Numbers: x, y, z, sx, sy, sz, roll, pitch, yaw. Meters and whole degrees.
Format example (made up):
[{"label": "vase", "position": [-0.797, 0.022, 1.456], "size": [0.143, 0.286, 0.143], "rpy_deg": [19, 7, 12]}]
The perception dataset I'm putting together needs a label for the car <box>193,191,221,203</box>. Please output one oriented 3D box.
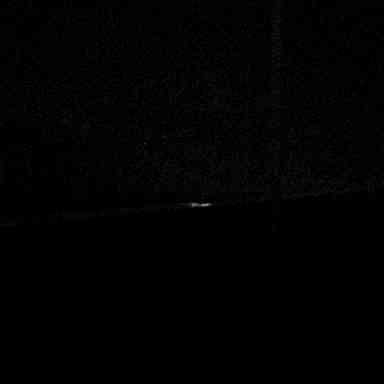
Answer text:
[{"label": "car", "position": [2.002, 0.584, 42.340], "size": [1.812, 1.442, 4.674], "rpy_deg": [0, 1, 36]}]
